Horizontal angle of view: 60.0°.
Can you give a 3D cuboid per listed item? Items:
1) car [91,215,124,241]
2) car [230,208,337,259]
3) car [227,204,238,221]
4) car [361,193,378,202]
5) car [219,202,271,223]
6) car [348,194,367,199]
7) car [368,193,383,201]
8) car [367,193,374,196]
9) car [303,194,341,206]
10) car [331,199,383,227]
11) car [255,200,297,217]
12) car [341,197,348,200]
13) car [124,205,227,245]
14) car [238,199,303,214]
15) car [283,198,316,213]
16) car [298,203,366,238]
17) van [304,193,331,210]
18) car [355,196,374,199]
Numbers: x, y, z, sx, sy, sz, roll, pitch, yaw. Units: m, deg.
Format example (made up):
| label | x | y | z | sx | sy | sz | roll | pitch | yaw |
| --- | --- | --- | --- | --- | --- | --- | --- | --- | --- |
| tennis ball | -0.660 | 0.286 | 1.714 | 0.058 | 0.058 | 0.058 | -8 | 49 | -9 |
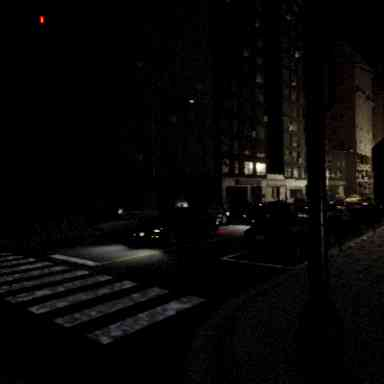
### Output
| label | x | y | z | sx | sy | sz | roll | pitch | yaw |
| --- | --- | --- | --- | --- | --- | --- | --- | --- | --- |
| car | -2.824 | 1.569 | 17.061 | 1.752 | 1.417 | 4.829 | -1 | 0 | 39 |
| car | 3.483 | 1.476 | 12.096 | 1.947 | 1.339 | 4.313 | -1 | 0 | 39 |
| car | 0.717 | 1.531 | 21.377 | 2.008 | 1.369 | 4.403 | -1 | 0 | 39 |
| car | 31.496 | 0.941 | 58.911 | 1.752 | 1.417 | 4.829 | -1 | 0 | 39 |
| car | 4.149 | 1.485 | 25.562 | 1.947 | 1.339 | 4.313 | -1 | 0 | 39 |
| car | 24.632 | 1.068 | 50.541 | 1.752 | 1.417 | 4.829 | -1 | 0 | 39 |
| car | 35.037 | 0.932 | 63.227 | 1.802 | 1.307 | 4.206 | -1 | 0 | 39 |
| car | 28.173 | 1.043 | 54.857 | 1.947 | 1.339 | 4.313 | -1 | 0 | 39 |
| car | 12.046 | 1.274 | 31.177 | 1.837 | 1.490 | 4.892 | -1 | 0 | 40 |
| car | 10.347 | 1.352 | 20.466 | 1.947 | 1.339 | 4.313 | -1 | 0 | 39 |
| car | 7.581 | 1.422 | 29.747 | 1.947 | 1.339 | 4.313 | -1 | 0 | 39 |
| car | 17.875 | 1.108 | 42.303 | 1.967 | 1.590 | 4.097 | -1 | 0 | 39 |
| car | -0.584 | 1.502 | 15.786 | 1.837 | 1.490 | 4.892 | -1 | 0 | 39 |
| car | 5.599 | 1.434 | 23.327 | 2.033 | 1.411 | 5.357 | -1 | 0 | 40 |
| car | 11.014 | 1.376 | 33.932 | 1.802 | 1.307 | 4.206 | -1 | 0 | 39 |
| car | 6.915 | 1.430 | 16.281 | 1.802 | 1.307 | 4.206 | -1 | 0 | 39 |
| van | 14.441 | 1.072 | 38.118 | 1.690 | 1.788 | 3.998 | -1 | 0 | 39 |
| car | 13.886 | 1.247 | 24.782 | 1.752 | 1.417 | 4.829 | -1 | 0 | 39 |
